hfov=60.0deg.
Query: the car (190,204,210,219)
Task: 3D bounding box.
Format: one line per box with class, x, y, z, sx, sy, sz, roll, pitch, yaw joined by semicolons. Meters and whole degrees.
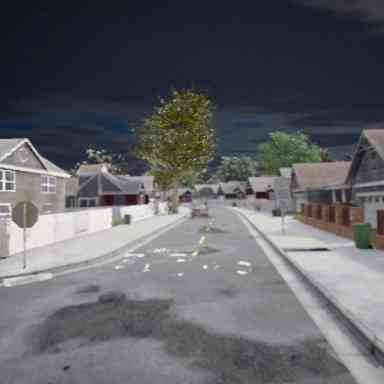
car;0.929;2.101;36.365;1.812;1.442;4.674;-1;-1;5
